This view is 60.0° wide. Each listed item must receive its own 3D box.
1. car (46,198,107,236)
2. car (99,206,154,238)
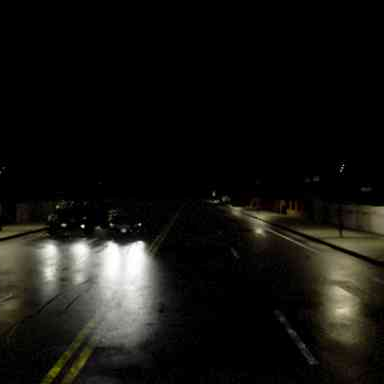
[{"bbox_3d":[-6.528,1.366,19.763,2.150,2.045,5.566,0,-1,1],"label":"car"},{"bbox_3d":[-3.292,1.627,18.590,2.128,1.511,4.902,0,0,1],"label":"car"}]
